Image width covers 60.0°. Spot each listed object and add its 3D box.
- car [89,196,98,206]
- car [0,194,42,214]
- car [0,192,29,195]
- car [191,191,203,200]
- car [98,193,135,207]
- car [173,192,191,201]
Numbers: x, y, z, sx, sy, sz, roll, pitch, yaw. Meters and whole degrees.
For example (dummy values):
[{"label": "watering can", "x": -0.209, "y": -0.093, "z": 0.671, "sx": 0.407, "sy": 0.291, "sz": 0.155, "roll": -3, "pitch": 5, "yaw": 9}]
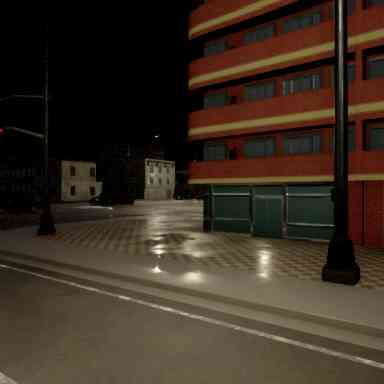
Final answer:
[{"label": "car", "x": -12.397, "y": 0.999, "z": 47.310, "sx": 2.097, "sy": 1.767, "sz": 4.553, "roll": 0, "pitch": 1, "yaw": 36}, {"label": "car", "x": -17.989, "y": 1.342, "z": 33.910, "sx": 1.882, "sy": 1.535, "sz": 5.008, "roll": 0, "pitch": 1, "yaw": 37}, {"label": "car", "x": -20.497, "y": 1.082, "z": 36.417, "sx": 2.150, "sy": 2.045, "sz": 5.566, "roll": 0, "pitch": 1, "yaw": 36}, {"label": "car", "x": 2.447, "y": 0.643, "z": 61.290, "sx": 2.097, "sy": 1.767, "sz": 4.553, "roll": 0, "pitch": 1, "yaw": 37}, {"label": "car", "x": -9.820, "y": 1.181, "z": 44.903, "sx": 1.812, "sy": 1.442, "sz": 4.674, "roll": 0, "pitch": 1, "yaw": 38}, {"label": "car", "x": -1.442, "y": 0.832, "z": 61.953, "sx": 1.837, "sy": 1.490, "sz": 4.892, "roll": 0, "pitch": 0, "yaw": 37}]
